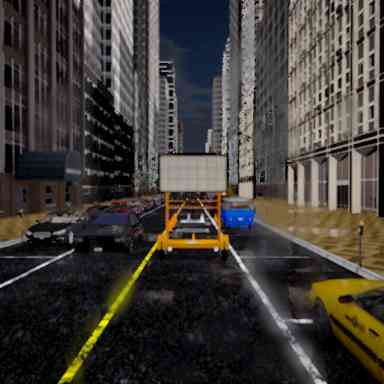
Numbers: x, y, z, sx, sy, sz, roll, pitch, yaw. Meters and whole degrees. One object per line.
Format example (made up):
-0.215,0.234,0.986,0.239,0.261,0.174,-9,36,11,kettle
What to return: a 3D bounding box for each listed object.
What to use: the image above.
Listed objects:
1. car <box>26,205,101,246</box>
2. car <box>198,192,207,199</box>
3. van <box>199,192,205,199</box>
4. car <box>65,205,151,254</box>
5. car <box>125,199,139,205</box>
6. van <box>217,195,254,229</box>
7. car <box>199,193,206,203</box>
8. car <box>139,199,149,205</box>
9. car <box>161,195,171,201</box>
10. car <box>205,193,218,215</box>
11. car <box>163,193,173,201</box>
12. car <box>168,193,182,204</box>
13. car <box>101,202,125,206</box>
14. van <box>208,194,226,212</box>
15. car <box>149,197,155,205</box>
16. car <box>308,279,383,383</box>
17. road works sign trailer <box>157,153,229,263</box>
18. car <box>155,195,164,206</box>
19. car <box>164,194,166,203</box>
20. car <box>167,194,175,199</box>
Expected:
-5.678,1.492,14.732,2.008,1.369,4.403,-1,0,0,car
2.820,0.960,88.605,2.192,1.841,5.009,-1,0,0,car
2.829,0.963,94.289,1.690,1.788,3.998,-1,0,0,van
-3.084,1.493,13.600,2.033,1.411,5.357,0,0,0,car
-5.659,1.441,26.100,1.887,1.381,4.507,-1,0,0,car
2.710,1.259,20.402,1.690,1.788,3.998,-1,0,0,van
2.777,1.311,60.187,2.008,1.369,4.403,-1,0,0,car
-5.651,1.425,31.783,2.008,1.369,4.403,-1,0,0,car
-5.586,1.297,71.568,1.802,1.307,4.206,-1,0,0,car
2.728,1.188,31.769,2.192,1.841,5.009,-1,0,0,car
-5.578,1.132,77.251,1.967,1.590,4.097,-1,0,0,car
-2.909,1.086,58.323,2.150,2.045,5.566,0,0,0,car
-5.668,1.485,20.416,1.947,1.339,4.313,-1,0,0,car
2.738,1.192,37.453,1.690,1.788,3.998,-1,0,0,van
-5.641,1.434,37.467,1.802,1.307,4.206,-1,0,0,car
2.685,1.510,3.522,1.752,1.417,4.829,-1,0,0,car
0.045,0.417,11.777,2.380,3.560,2.880,0,0,1,road works sign trailer
-5.623,1.357,48.834,2.008,1.369,4.403,-1,0,0,car
-5.604,1.312,60.201,2.008,1.369,4.403,-1,0,0,car
-5.559,1.172,88.449,1.752,1.417,4.829,-1,0,0,car
